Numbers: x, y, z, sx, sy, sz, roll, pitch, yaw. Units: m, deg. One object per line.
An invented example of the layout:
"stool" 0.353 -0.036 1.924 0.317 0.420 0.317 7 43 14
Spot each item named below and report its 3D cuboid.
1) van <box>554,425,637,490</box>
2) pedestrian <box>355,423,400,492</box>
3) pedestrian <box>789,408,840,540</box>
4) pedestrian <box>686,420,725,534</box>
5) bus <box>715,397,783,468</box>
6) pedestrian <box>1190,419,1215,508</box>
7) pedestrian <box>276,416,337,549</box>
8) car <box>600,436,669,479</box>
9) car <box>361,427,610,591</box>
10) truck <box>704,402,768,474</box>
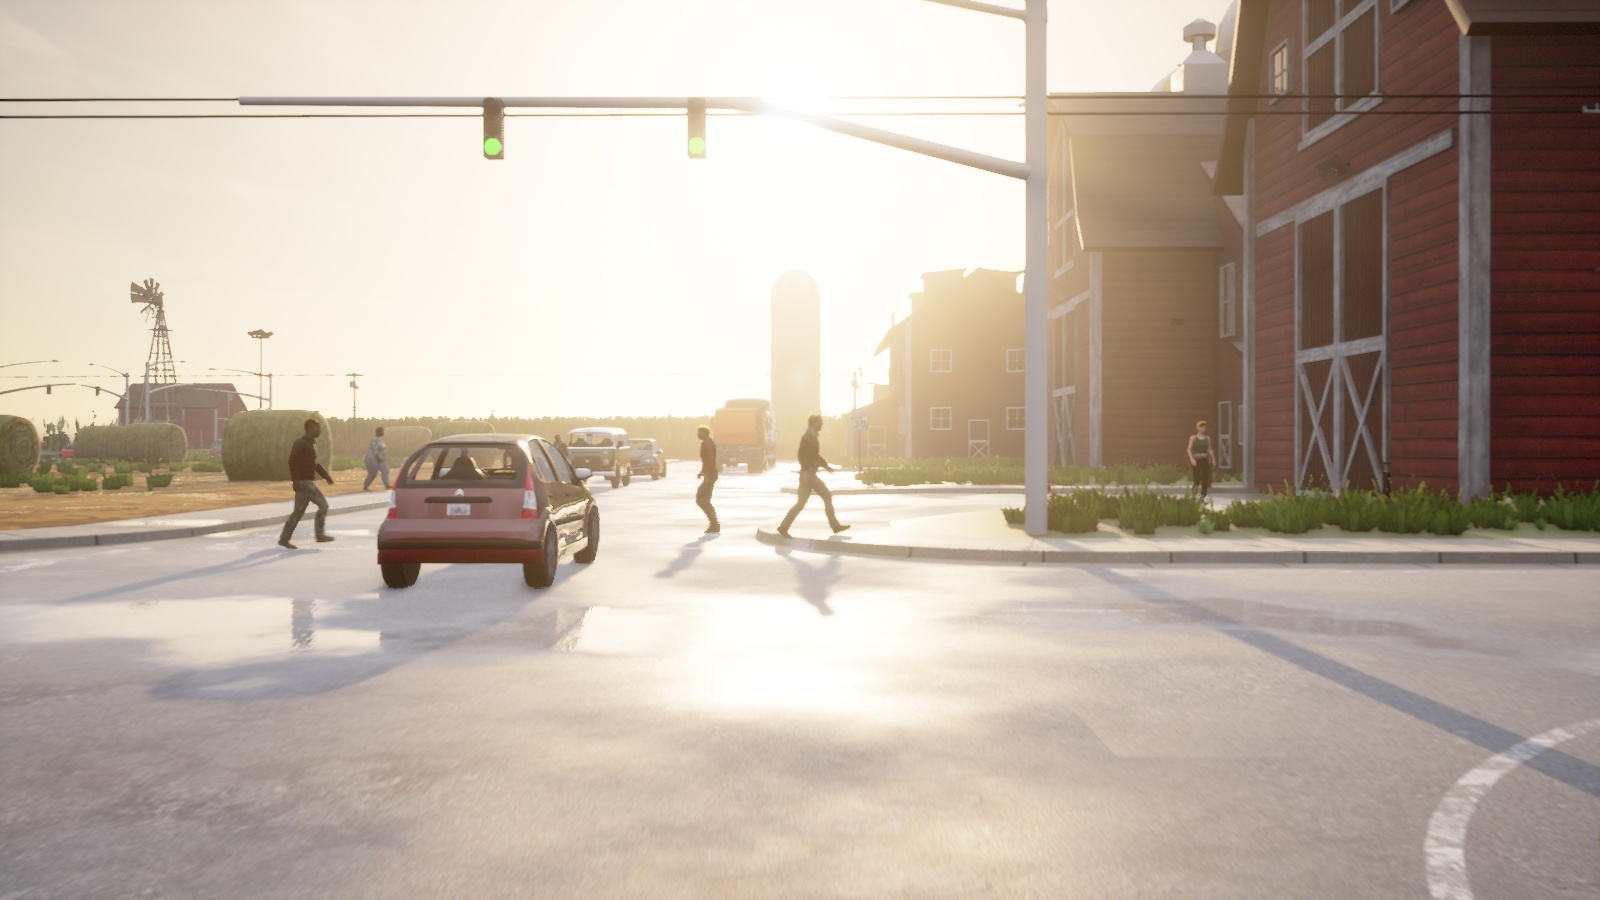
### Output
"van" -6.804 0.226 42.245 2.069 2.038 4.480 0 0 0
"pedestrian" -11.618 0.204 34.566 0.900 1.855 0.874 0 0 4
"pedestrian" 0.206 0.332 17.845 0.720 1.854 0.376 0 0 2
"pedestrian" -1.540 0.432 20.538 0.636 1.846 0.331 0 0 -4
"bus" -3.133 -1.091 81.296 3.944 4.253 10.273 0 0 0
"pedestrian" 8.383 0.285 26.170 0.345 1.836 0.594 0 0 1
"pedestrian" -6.887 0.444 17.545 0.703 1.840 0.431 0 0 -7
"car" -6.768 0.281 51.834 2.242 1.667 4.611 0 1 0
"car" -3.422 0.569 14.451 1.851 1.617 3.988 0 0 0
"truck" -3.205 -0.601 64.793 2.891 3.462 7.936 0 0 0
